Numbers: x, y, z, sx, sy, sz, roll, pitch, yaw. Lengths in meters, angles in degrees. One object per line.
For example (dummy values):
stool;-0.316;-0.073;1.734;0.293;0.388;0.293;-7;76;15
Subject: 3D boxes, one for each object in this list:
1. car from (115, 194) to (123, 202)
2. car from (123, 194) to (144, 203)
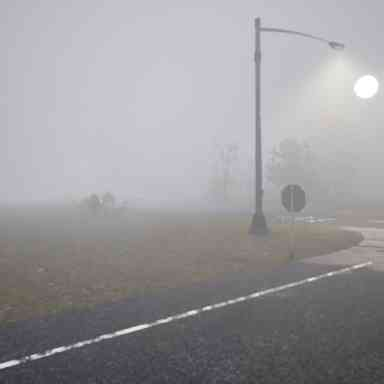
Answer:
car;-13.911;1.022;62.722;1.812;1.442;4.674;-1;1;-34
car;-9.628;1.039;56.435;1.812;1.442;4.674;-1;1;-33
